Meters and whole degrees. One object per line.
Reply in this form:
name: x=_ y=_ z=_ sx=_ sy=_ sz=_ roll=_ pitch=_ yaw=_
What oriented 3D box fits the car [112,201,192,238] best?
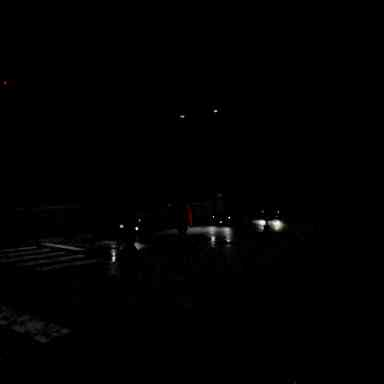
car: x=-2.213 y=1.564 z=20.279 sx=2.150 sy=2.045 sz=5.566 roll=0 pitch=-1 yaw=35

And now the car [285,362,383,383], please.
car: x=2.352 y=1.551 z=1.274 sx=4.403 sy=1.369 sz=2.008 roll=0 pitch=0 yaw=36

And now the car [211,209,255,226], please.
car: x=3.598 y=2.149 z=28.440 sx=1.895 sy=1.301 sz=4.718 roll=0 pitch=-1 yaw=36

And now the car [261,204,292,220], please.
car: x=9.315 y=2.108 z=36.460 sx=2.097 sy=1.767 sz=4.553 roll=0 pitch=-1 yaw=35
